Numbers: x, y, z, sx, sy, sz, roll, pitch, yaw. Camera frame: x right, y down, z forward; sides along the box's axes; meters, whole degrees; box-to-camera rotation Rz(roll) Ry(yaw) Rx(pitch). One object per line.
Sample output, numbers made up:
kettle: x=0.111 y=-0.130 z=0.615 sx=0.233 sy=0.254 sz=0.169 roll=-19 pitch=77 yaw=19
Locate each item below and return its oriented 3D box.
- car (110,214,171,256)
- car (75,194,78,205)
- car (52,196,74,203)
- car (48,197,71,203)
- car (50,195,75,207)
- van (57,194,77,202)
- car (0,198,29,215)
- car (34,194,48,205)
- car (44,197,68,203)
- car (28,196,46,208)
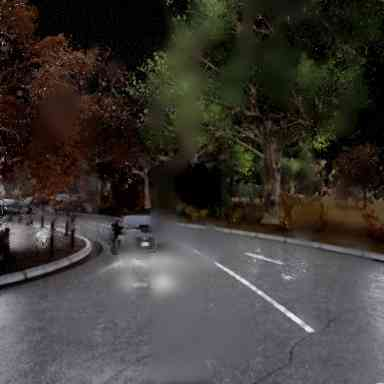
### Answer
car: x=-2.153 y=1.575 z=13.131 sx=1.994 sy=1.385 sz=4.181 roll=1 pitch=0 yaw=-17
car: x=-22.608 y=1.697 z=66.316 sx=2.097 sy=1.767 sz=4.553 roll=1 pitch=0 yaw=-5
car: x=-31.703 y=1.873 z=81.920 sx=4.792 sy=1.488 sz=2.163 roll=1 pitch=0 yaw=-5
car: x=-31.433 y=1.867 z=79.107 sx=4.674 sy=1.452 sz=2.002 roll=1 pitch=0 yaw=-5
car: x=-21.673 y=1.604 z=55.386 sx=2.097 sy=1.767 sz=4.553 roll=1 pitch=-1 yaw=-4
van: x=-31.794 y=1.637 z=84.750 sx=4.442 sy=1.987 sz=1.878 roll=1 pitch=0 yaw=-5
car: x=-18.489 y=1.538 z=33.801 sx=1.837 sy=1.490 sz=4.892 roll=0 pitch=0 yaw=-41
car: x=-30.267 y=1.478 z=65.028 sx=5.566 sy=2.045 sz=2.435 roll=1 pitch=-1 yaw=-5
car: x=-31.199 y=1.849 z=76.291 sx=4.674 sy=1.452 sz=2.002 roll=1 pitch=0 yaw=-5
car: x=-24.623 y=1.734 z=51.011 sx=1.837 sy=1.490 sz=4.892 roll=1 pitch=-1 yaw=-5
